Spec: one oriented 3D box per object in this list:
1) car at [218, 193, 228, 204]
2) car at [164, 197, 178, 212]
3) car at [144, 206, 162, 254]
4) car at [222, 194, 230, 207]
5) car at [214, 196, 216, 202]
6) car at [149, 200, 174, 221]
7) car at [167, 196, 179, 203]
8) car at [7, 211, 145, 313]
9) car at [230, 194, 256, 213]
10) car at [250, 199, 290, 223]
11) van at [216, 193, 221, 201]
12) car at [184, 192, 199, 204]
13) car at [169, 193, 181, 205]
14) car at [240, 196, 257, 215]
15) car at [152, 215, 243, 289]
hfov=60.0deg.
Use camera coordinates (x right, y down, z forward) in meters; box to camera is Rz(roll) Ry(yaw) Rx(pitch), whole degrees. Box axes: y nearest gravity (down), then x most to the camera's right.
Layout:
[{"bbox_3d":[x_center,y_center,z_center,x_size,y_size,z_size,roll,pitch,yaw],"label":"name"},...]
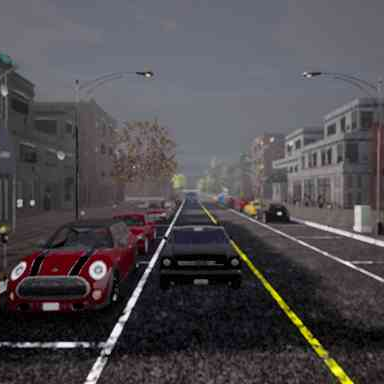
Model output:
[{"bbox_3d":[5.643,1.306,52.246,1.752,1.417,4.829,-1,0,0],"label":"car"},{"bbox_3d":[-2.573,1.424,29.819,2.008,1.369,4.403,-1,0,0],"label":"car"},{"bbox_3d":[-2.449,1.488,13.175,1.887,1.381,4.507,-1,0,0],"label":"car"},{"bbox_3d":[5.685,1.387,46.528,1.802,1.307,4.206,-1,0,0],"label":"car"},{"bbox_3d":[5.520,1.235,68.891,1.752,1.417,4.829,-1,0,0],"label":"car"},{"bbox_3d":[-2.531,1.479,24.271,1.802,1.307,4.206,-1,0,0],"label":"car"},{"bbox_3d":[-2.613,1.432,35.368,1.802,1.307,4.206,-1,0,0],"label":"car"},{"bbox_3d":[-2.410,1.407,7.627,1.967,1.590,4.097,-1,0,0],"label":"car"},{"bbox_3d":[5.765,1.167,35.431,2.192,1.841,5.009,-1,0,0],"label":"car"},{"bbox_3d":[5.849,1.465,24.336,1.947,1.339,4.313,-1,0,0],"label":"car"},{"bbox_3d":[5.601,1.099,57.623,1.690,1.788,3.998,-1,0,0],"label":"van"},{"bbox_3d":[-0.070,0.987,55.712,2.150,2.045,5.566,0,0,0],"label":"car"},{"bbox_3d":[-2.738,1.094,52.011,2.192,1.841,5.009,0,0,0],"label":"car"},{"bbox_3d":[5.807,1.400,30.053,1.752,1.417,4.829,-1,0,0],"label":"car"},{"bbox_3d":[0.174,1.562,9.175,1.895,1.301,4.718,0,0,0],"label":"car"}]
